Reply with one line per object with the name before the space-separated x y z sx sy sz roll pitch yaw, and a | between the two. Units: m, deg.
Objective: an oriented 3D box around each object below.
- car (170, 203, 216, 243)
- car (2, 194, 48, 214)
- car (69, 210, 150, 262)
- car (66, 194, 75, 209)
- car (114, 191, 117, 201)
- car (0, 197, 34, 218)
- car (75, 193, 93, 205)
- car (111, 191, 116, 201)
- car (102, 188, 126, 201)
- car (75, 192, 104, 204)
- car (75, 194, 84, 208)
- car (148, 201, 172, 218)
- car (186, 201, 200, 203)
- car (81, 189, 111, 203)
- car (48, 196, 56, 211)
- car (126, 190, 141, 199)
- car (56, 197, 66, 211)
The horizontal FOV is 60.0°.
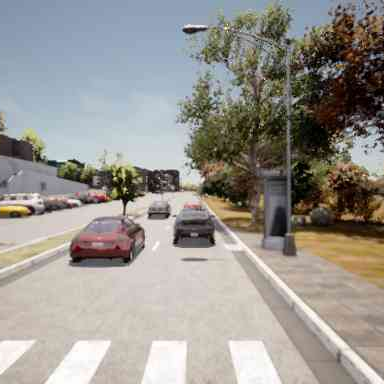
car | 0.092 1.530 16.284 1.837 1.490 4.892 0 0 0
car | -16.875 1.206 31.145 5.566 2.045 2.435 -1 1 -20
car | -2.906 1.583 12.230 1.994 1.385 4.181 0 0 0
car | -16.878 1.244 40.158 4.553 1.767 2.185 -1 0 -20
car | -17.017 1.087 61.107 5.366 1.575 1.946 -1 1 -20
car | -16.674 1.471 28.219 5.366 1.575 1.946 -1 0 -20
car | -16.838 1.290 46.170 5.008 1.535 2.097 -1 1 -20
car | -16.670 1.117 58.241 5.366 1.575 1.946 -1 1 -20
car | -16.870 0.769 67.155 5.566 2.045 2.435 -1 1 -20
car | -16.818 1.233 52.187 4.792 1.488 2.163 -1 1 -20
car | -16.848 1.371 43.171 4.674 1.452 2.002 -1 0 -20
car | -2.916 1.528 30.431 2.033 1.411 5.357 0 0 0
car | 0.082 1.552 34.242 1.895 1.301 4.718 0 0 0
car | -16.823 0.912 55.186 5.566 2.045 2.435 -1 1 -20
car | -16.872 1.462 34.146 4.792 1.488 2.163 -1 1 -20
car | -17.011 0.856 88.117 5.366 1.575 1.946 -1 1 -20
car | -16.848 1.446 37.171 4.674 1.452 2.002 -1 0 -20
